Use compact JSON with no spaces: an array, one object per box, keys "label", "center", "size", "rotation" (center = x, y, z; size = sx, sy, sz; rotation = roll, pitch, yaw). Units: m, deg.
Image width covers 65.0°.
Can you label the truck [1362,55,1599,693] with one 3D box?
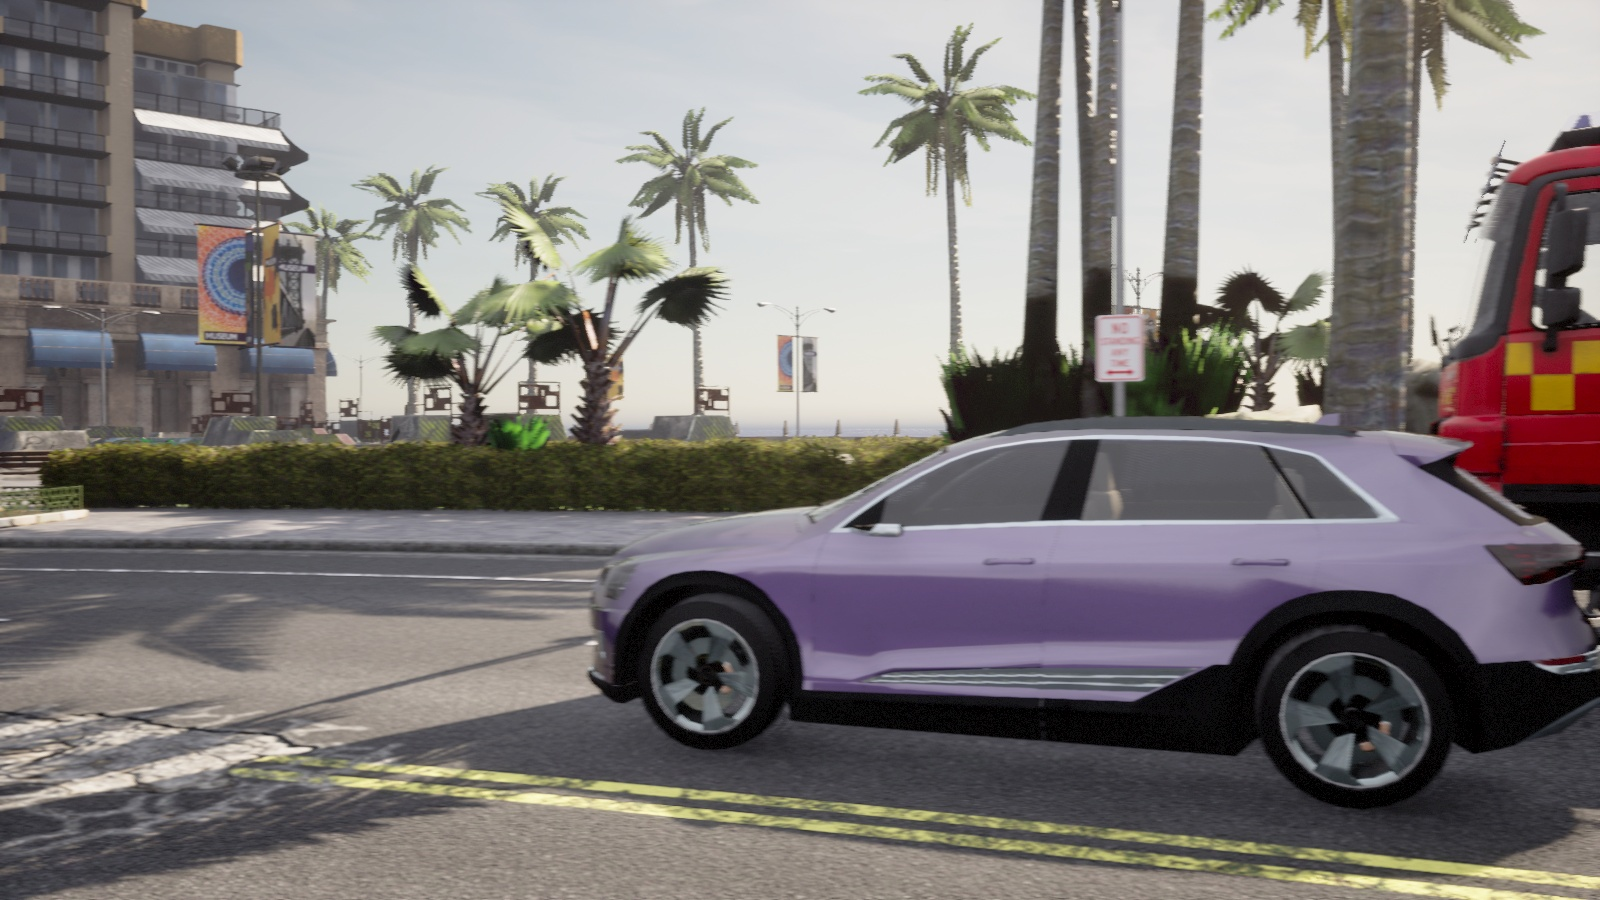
[{"label":"truck","center":[8.082,-0.438,7.606],"size":[8.468,3.827,2.891],"rotation":[1,1,25]}]

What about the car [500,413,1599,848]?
[{"label":"car","center":[1.106,0.650,6.525],"size":[4.856,1.649,2.033],"rotation":[1,1,20]}]
